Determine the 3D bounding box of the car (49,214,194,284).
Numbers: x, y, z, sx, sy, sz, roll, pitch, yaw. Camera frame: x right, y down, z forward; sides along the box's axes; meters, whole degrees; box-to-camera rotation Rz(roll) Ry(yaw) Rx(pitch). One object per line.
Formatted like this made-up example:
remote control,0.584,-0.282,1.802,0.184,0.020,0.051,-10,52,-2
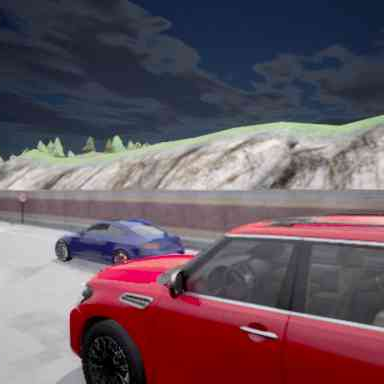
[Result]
car,-2.335,1.536,10.304,4.674,1.442,1.812,0,0,38

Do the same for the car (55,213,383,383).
car,1.177,1.234,3.216,5.566,2.045,2.150,0,0,36
